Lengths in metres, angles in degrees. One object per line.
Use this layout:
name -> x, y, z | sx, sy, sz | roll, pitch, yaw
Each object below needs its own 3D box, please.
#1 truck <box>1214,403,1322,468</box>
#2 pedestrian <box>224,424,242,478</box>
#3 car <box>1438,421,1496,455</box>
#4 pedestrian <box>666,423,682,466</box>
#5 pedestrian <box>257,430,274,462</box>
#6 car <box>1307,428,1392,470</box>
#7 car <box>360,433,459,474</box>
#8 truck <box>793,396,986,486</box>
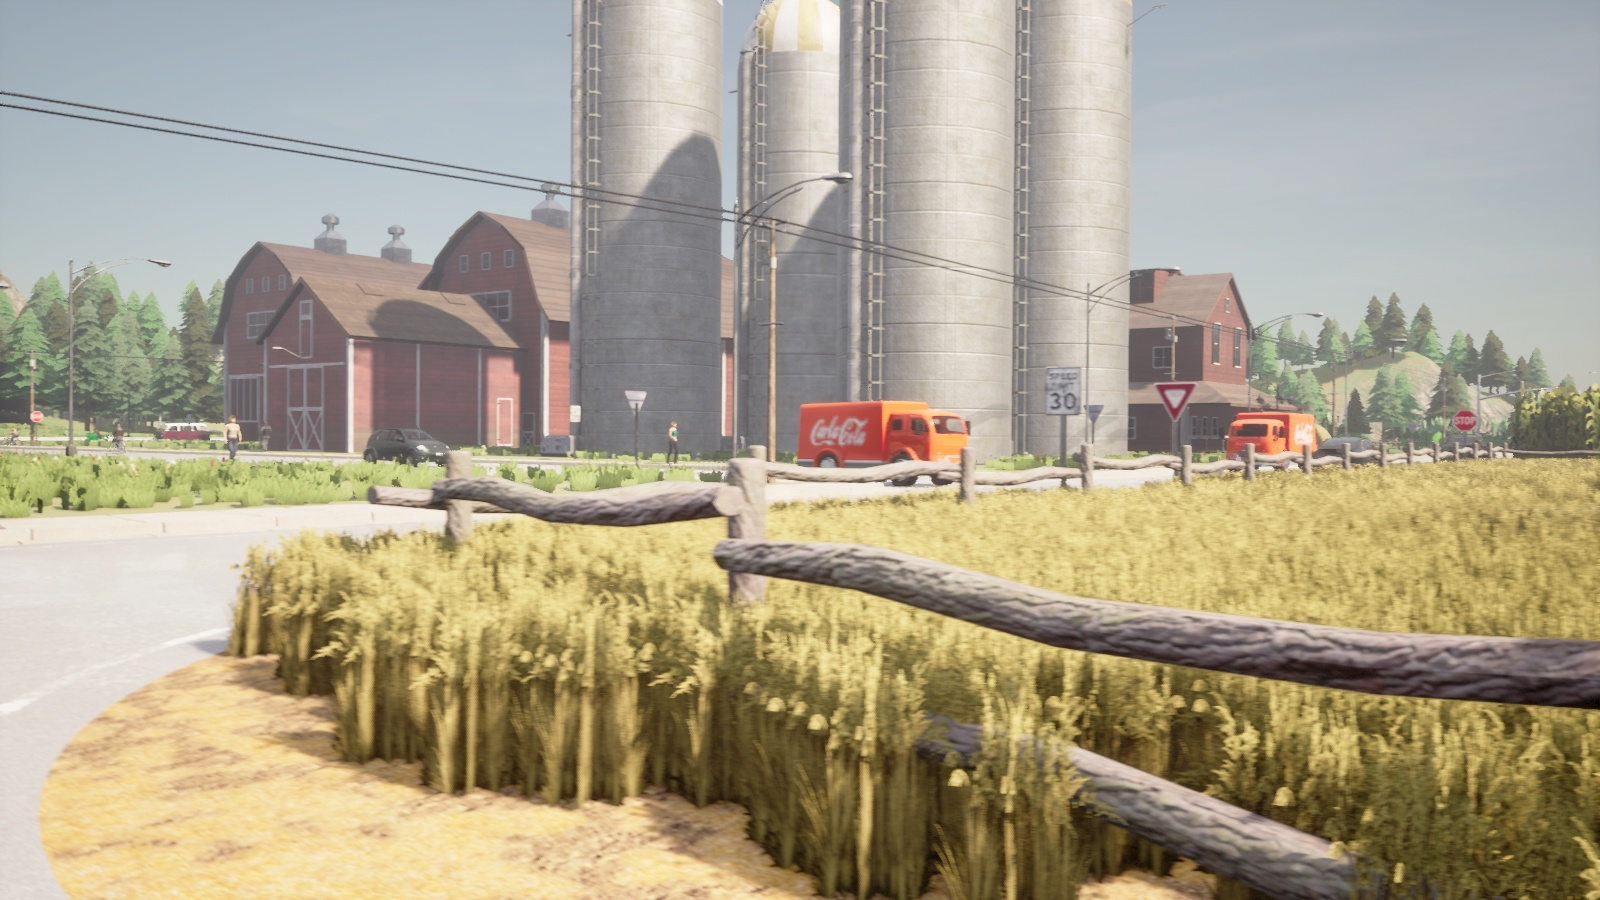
truck -> 18.794, -0.593, 50.269 | 2.627, 2.467, 5.204 | 0, 1, 38
pedestrian -> -19.715, 0.033, 43.657 | 0.345, 1.836, 0.594 | -1, 1, -45
car -> 35.686, -0.638, 67.124 | 2.097, 1.767, 4.553 | 0, 1, 37
pedestrian -> -5.301, -0.234, 52.884 | 0.594, 1.836, 0.345 | 0, 1, 40
pedestrian -> -31.546, -0.239, 74.146 | 0.849, 1.883, 0.563 | 0, 1, 41
car -> 20.525, -0.075, 46.786 | 1.837, 1.490, 4.892 | 0, 1, 37
car -> -16.070, 0.136, 51.649 | 3.988, 1.617, 1.851 | 0, 1, 36
truck -> 2.590, -0.249, 37.240 | 5.204, 2.467, 2.627 | -1, 1, 45
